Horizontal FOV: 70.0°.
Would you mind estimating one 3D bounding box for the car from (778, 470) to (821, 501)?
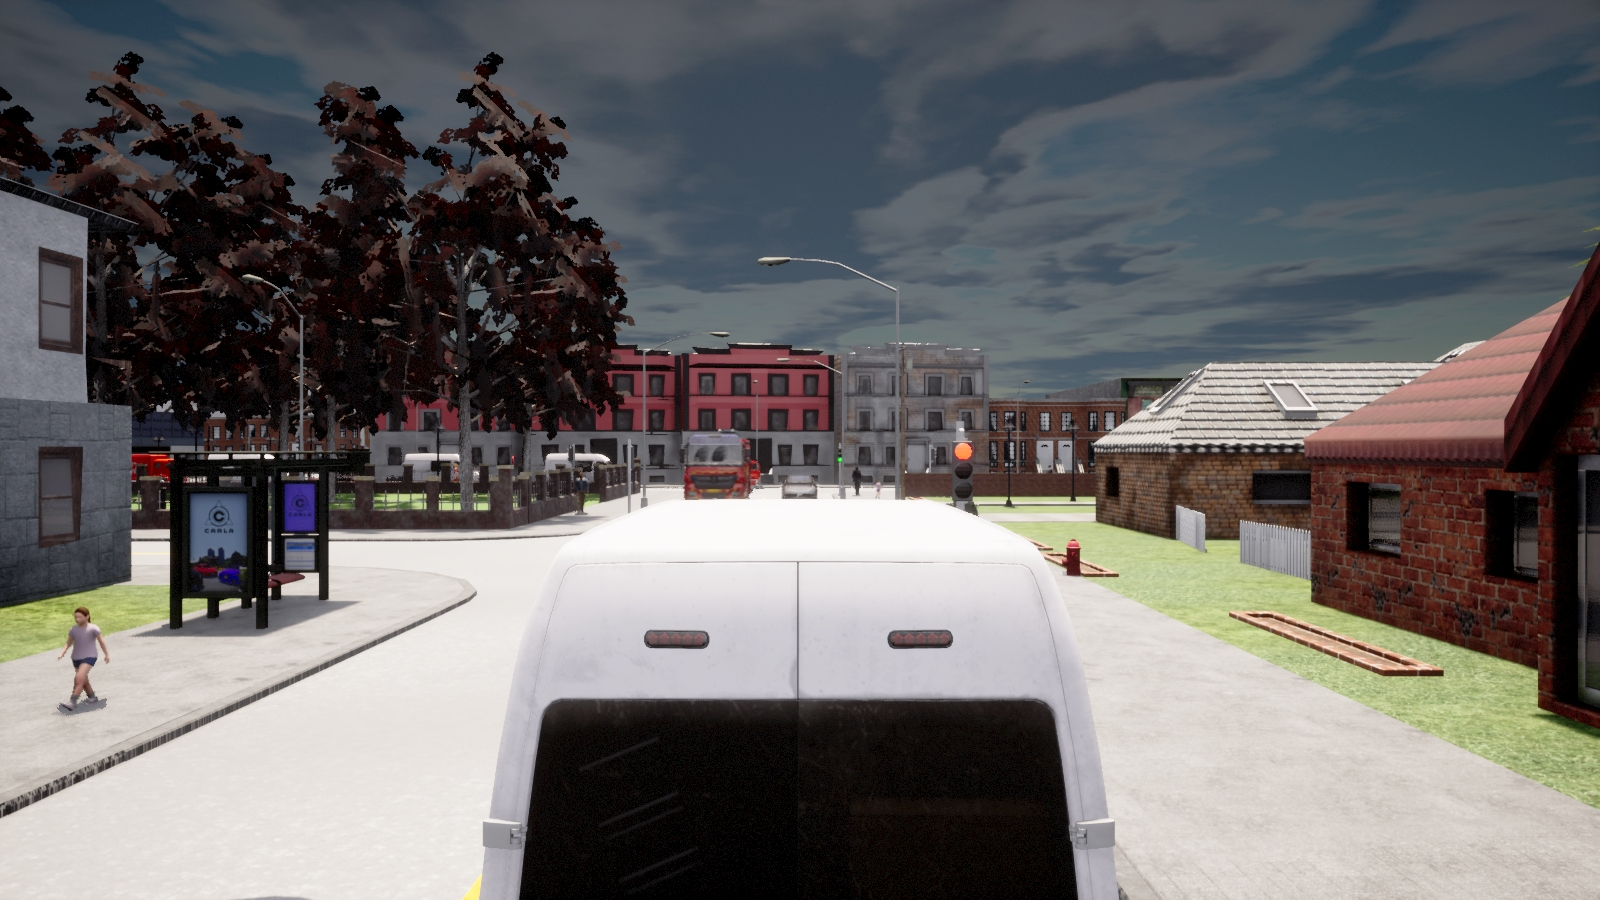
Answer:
[{"bbox_3d":[-0.022,1.827,59.986,2.128,1.511,4.902,0,0,0],"label":"car"}]

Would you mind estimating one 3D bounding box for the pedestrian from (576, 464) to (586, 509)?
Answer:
[{"bbox_3d":[-9.091,1.526,47.436,0.375,1.860,0.375,0,0,0],"label":"pedestrian"}]

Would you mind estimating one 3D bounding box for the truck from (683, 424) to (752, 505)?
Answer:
[{"bbox_3d":[-4.064,0.670,57.896,2.891,3.827,8.468,0,0,0],"label":"truck"}]

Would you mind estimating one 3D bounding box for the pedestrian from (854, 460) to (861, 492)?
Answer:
[{"bbox_3d":[3.307,1.516,66.015,0.375,1.860,0.375,0,0,-3],"label":"pedestrian"}]

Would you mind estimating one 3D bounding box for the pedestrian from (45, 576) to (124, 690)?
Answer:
[{"bbox_3d":[-7.457,1.896,11.925,0.500,1.100,0.500,0,0,5],"label":"pedestrian"}]

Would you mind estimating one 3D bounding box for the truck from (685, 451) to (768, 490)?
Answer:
[{"bbox_3d":[-4.888,1.351,75.468,5.204,2.467,2.627,0,-1,44],"label":"truck"}]

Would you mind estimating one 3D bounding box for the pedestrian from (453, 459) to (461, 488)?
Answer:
[{"bbox_3d":[-22.020,1.523,73.355,0.375,1.860,0.375,0,0,0],"label":"pedestrian"}]

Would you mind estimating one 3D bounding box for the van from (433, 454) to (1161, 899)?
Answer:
[{"bbox_3d":[-0.009,1.315,6.082,1.988,2.561,5.915,0,0,0],"label":"van"}]

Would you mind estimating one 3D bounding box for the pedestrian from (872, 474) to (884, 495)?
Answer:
[{"bbox_3d":[4.282,1.898,62.670,0.500,1.100,0.500,0,0,-13],"label":"pedestrian"}]
